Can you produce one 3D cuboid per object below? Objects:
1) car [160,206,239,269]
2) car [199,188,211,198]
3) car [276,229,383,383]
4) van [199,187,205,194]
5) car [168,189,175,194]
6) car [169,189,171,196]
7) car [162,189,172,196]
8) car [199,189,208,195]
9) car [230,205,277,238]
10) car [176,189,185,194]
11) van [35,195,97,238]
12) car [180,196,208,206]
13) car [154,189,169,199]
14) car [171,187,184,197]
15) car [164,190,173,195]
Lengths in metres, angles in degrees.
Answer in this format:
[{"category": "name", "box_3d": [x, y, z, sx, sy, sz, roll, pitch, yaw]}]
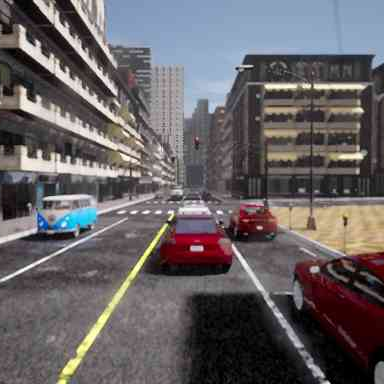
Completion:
[{"category": "car", "box_3d": [0.111, 1.364, 10.458, 1.994, 1.385, 4.181, 0, 1, 0]}, {"category": "car", "box_3d": [2.718, 0.245, 64.448, 1.967, 1.590, 4.097, -1, 1, 0]}, {"category": "car", "box_3d": [2.686, 1.458, 4.409, 1.887, 1.381, 4.507, 0, 1, 0]}, {"category": "van", "box_3d": [2.733, -0.345, 92.081, 1.690, 1.788, 3.998, -1, 1, 0]}, {"category": "car", "box_3d": [-5.646, -0.158, 91.925, 1.752, 1.417, 4.829, -1, 1, 0]}, {"category": "car", "box_3d": [-5.661, 0.371, 64.460, 1.947, 1.339, 4.313, 0, 1, 0]}, {"category": "car", "box_3d": [-5.656, 0.047, 75.512, 1.967, 1.590, 4.097, -1, 1, 0]}, {"category": "car", "box_3d": [2.729, 0.060, 81.031, 2.008, 1.369, 4.403, -1, 1, 0]}, {"category": "car", "box_3d": [2.692, 1.250, 15.459, 1.887, 1.381, 4.507, 0, 1, 0]}, {"category": "car", "box_3d": [-2.953, -0.109, 85.229, 1.994, 1.385, 4.181, 0, 1, 0]}, {"category": "van", "box_3d": [-5.690, 1.046, 15.461, 1.690, 1.788, 3.998, 0, 1, 0]}, {"category": "car", "box_3d": [0.124, 1.188, 21.748, 1.895, 1.301, 4.718, 0, 1, 1]}, {"category": "car", "box_3d": [-5.664, 0.455, 58.933, 2.008, 1.369, 4.403, 0, 1, 0]}, {"category": "car", "box_3d": [-2.961, -0.049, 68.801, 2.150, 2.045, 5.566, 0, 1, 0]}, {"category": "car", "box_3d": [-5.652, 0.091, 81.042, 1.802, 1.307, 4.206, -1, 1, 0]}]
